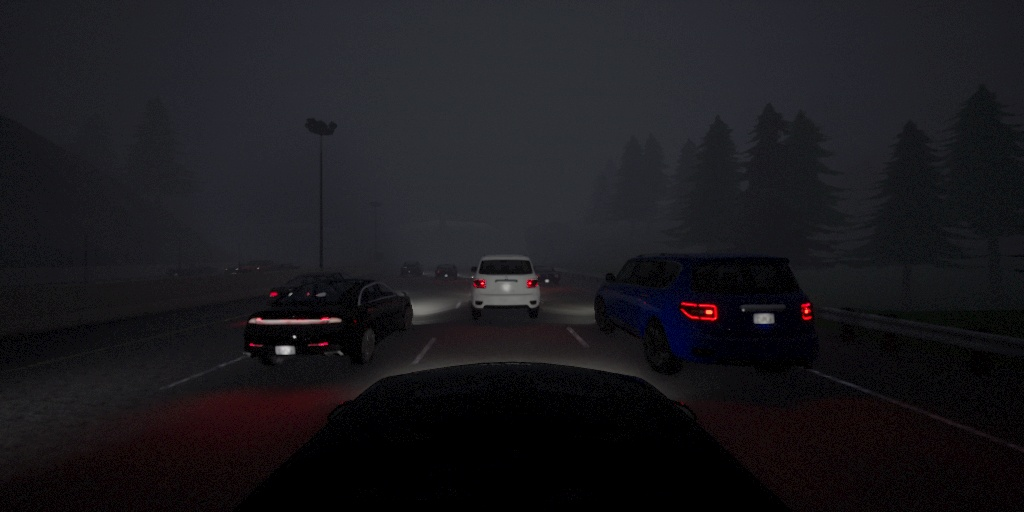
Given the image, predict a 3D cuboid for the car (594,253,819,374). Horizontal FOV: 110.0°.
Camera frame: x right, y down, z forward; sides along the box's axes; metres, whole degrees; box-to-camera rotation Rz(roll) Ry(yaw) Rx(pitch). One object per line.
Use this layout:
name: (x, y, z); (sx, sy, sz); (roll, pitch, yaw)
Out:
car: (3.432, 0.967, 7.679); (2.150, 2.045, 5.566); (0, 0, -2)

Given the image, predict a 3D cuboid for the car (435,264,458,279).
car: (-5.896, 1.373, 32.526); (1.895, 1.301, 4.718); (0, 0, -9)

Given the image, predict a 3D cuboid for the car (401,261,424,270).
car: (-10.073, 1.273, 36.223); (2.128, 1.511, 4.902); (0, 0, -10)

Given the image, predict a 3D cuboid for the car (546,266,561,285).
car: (2.062, 1.355, 25.900); (1.895, 1.301, 4.718); (0, 0, -7)

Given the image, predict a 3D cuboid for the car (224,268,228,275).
car: (-28.432, 1.419, 38.255); (1.895, 1.301, 4.718); (0, 0, -11)

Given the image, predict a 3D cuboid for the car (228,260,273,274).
car: (-24.072, 1.161, 33.921); (2.097, 1.767, 4.553); (0, 0, -10)

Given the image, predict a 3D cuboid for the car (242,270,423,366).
car: (-3.607, 1.251, 8.001); (2.128, 1.511, 4.902); (0, 0, -2)

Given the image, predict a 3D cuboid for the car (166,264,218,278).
car: (-31.423, 1.424, 35.326); (1.895, 1.301, 4.718); (0, 0, -11)

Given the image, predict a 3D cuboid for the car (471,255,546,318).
car: (-0.317, 0.976, 13.119); (2.150, 2.045, 5.566); (0, 0, -3)

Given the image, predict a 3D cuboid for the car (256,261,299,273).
car: (-20.130, 1.364, 31.593); (1.994, 1.385, 4.181); (0, 0, -9)

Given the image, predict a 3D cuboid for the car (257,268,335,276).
car: (-7.388, 1.316, 14.282); (2.033, 1.411, 5.357); (0, 0, -4)
